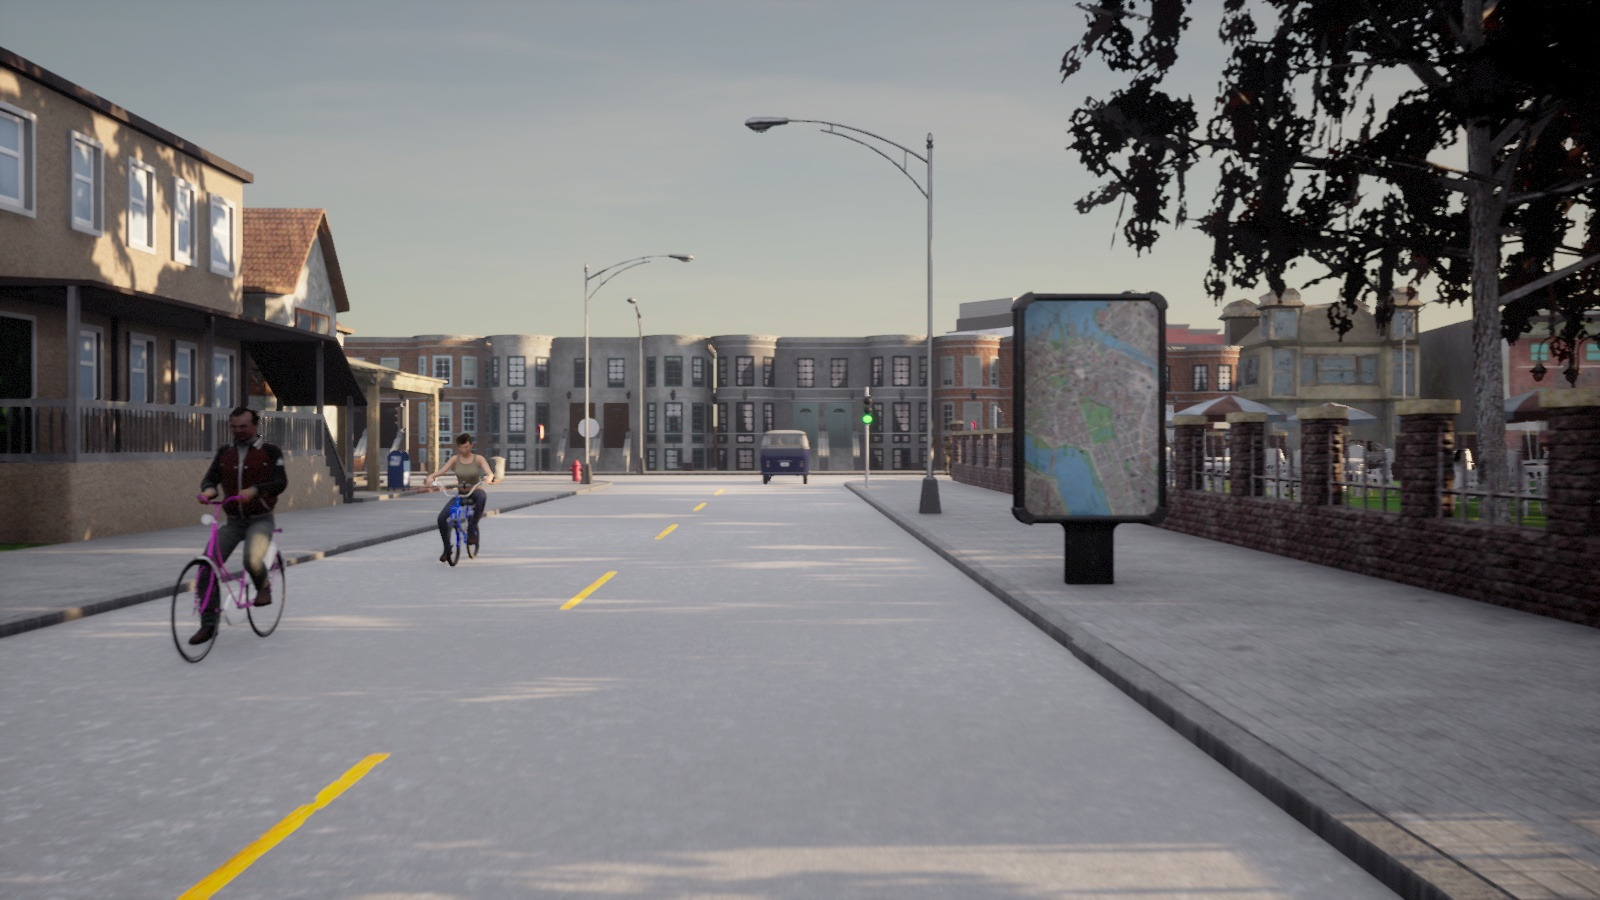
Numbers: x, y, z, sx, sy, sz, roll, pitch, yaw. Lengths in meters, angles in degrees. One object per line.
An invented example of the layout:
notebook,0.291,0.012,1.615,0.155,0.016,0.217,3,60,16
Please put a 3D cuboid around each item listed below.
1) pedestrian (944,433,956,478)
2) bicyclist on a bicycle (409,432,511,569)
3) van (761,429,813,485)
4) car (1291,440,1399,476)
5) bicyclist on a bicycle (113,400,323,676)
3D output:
pedestrian,6.419,0.242,53.740,0.396,1.930,0.692,0,0,16
bicyclist on a bicycle,-4.167,0.593,15.510,0.866,1.612,1.509,0,0,-1
van,-0.457,0.234,47.015,1.775,1.987,4.442,0,0,2
car,24.278,0.344,56.043,3.988,1.617,1.851,0,0,-1
bicyclist on a bicycle,-4.087,0.564,8.984,0.659,1.776,1.843,0,0,-1
